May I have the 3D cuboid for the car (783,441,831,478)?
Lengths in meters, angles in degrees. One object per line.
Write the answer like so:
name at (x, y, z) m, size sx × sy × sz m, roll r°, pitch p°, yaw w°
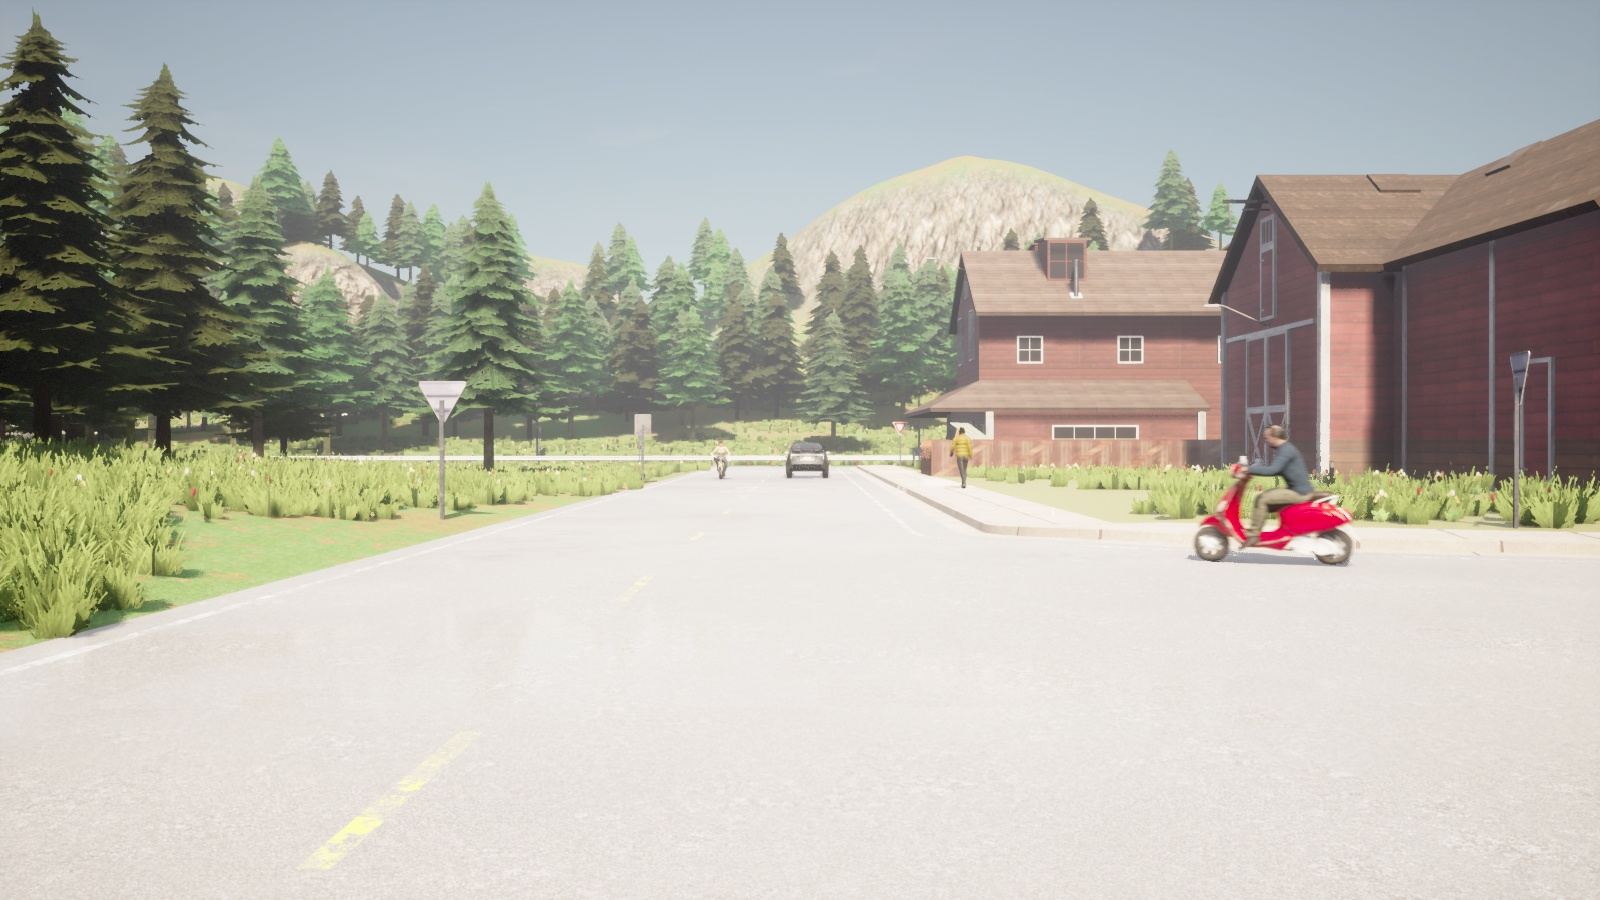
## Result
car at (0.320, 0.383, 55.014) m, size 2.007 × 1.525 × 4.514 m, roll 0°, pitch 0°, yaw 0°

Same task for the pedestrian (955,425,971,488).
pedestrian at (4.790, 0.197, 36.936) m, size 0.431 × 1.840 × 0.709 m, roll 0°, pitch 0°, yaw 3°

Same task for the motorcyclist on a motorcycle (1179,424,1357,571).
motorcyclist on a motorcycle at (5.369, 0.527, 14.411) m, size 1.817 × 1.590 × 0.866 m, roll -1°, pitch -1°, yaw 27°
